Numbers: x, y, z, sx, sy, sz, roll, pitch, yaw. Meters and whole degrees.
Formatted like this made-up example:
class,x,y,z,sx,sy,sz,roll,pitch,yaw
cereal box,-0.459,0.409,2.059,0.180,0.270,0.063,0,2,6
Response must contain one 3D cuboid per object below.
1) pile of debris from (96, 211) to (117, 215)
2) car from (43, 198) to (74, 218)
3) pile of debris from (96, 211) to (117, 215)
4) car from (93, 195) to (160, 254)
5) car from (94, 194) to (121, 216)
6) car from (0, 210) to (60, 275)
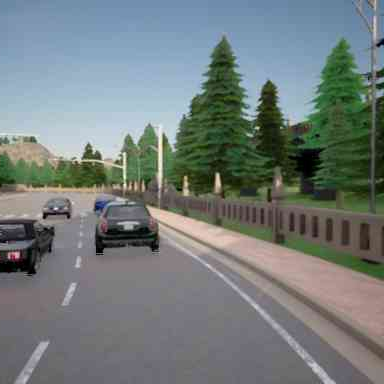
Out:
class,x,y,z,sx,sy,sz,roll,pitch,yaw
pile of debris,-6.852,1.688,26.499,1.500,0.140,1.860,0,1,-18
car,-9.735,1.105,24.319,2.033,1.411,5.357,0,1,-18
pile of debris,-6.852,1.688,26.499,1.500,0.140,1.860,0,1,-18
car,-2.578,1.116,12.685,2.097,1.767,4.553,0,1,-15
car,-7.085,0.972,27.476,1.882,1.535,5.008,0,1,-18
car,-5.158,1.429,9.495,1.895,1.301,4.718,0,1,-15
